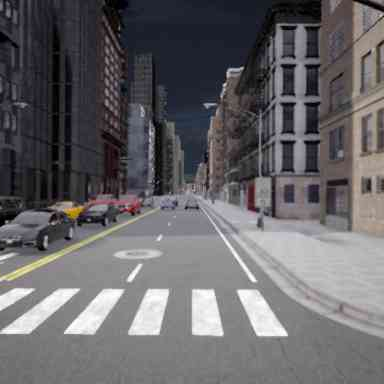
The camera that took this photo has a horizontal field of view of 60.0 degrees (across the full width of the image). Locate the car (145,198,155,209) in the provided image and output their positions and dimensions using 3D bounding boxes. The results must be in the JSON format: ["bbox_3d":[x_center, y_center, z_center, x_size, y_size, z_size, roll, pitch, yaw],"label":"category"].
[{"bbox_3d":[-6.514,1.645,48.840,1.837,1.490,4.892,0,-1,0],"label":"car"}]

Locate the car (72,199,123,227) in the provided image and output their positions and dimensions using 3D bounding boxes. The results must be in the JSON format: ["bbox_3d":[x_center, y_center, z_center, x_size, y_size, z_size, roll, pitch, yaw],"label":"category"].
[{"bbox_3d":[-6.593,1.533,23.762,1.882,1.535,5.008,0,0,0],"label":"car"}]

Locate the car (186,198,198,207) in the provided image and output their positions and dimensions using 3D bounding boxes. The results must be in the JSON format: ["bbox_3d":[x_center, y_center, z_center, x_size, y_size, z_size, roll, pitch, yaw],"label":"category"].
[{"bbox_3d":[-0.004,1.733,56.283,1.812,1.442,4.674,0,0,0],"label":"car"}]

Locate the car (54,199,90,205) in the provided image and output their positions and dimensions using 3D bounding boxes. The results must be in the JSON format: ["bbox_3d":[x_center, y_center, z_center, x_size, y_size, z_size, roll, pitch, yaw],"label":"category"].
[{"bbox_3d":[-9.841,1.516,25.780,1.882,1.535,5.008,0,0,0],"label":"car"}]

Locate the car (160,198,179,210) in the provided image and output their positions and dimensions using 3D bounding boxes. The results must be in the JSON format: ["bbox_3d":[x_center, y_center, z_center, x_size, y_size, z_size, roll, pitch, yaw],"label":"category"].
[{"bbox_3d":[-3.253,1.697,45.444,2.033,1.411,5.357,0,0,0],"label":"car"}]

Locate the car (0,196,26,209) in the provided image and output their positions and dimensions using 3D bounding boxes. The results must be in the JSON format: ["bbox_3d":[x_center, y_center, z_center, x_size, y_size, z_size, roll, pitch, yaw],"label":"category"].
[{"bbox_3d":[-9.856,1.230,15.790,2.150,2.045,5.566,0,0,-2],"label":"car"}]

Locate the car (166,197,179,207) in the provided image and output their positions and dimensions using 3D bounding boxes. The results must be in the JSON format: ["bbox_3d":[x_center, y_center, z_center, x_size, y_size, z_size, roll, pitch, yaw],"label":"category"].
[{"bbox_3d":[-3.254,1.660,55.867,1.882,1.535,5.008,0,0,0],"label":"car"}]

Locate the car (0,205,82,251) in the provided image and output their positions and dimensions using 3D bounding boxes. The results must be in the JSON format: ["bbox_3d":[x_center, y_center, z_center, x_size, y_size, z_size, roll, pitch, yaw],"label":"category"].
[{"bbox_3d":[-6.572,1.533,14.343,1.837,1.490,4.892,0,0,-1],"label":"car"}]

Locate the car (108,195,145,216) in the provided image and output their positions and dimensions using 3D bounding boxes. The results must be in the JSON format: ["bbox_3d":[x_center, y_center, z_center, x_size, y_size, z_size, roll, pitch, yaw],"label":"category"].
[{"bbox_3d":[-6.592,1.311,34.103,2.150,2.045,5.566,0,0,0],"label":"car"}]

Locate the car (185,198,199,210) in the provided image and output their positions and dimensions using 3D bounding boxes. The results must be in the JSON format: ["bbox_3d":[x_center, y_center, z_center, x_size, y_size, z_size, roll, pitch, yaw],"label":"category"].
[{"bbox_3d":[-0.003,1.739,46.278,1.994,1.385,4.181,0,0,0],"label":"car"}]

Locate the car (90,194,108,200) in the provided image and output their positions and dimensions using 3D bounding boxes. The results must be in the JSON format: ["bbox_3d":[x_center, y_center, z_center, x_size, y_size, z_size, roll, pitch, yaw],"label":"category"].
[{"bbox_3d":[-9.836,1.294,36.324,2.150,2.045,5.566,0,0,0],"label":"car"}]
